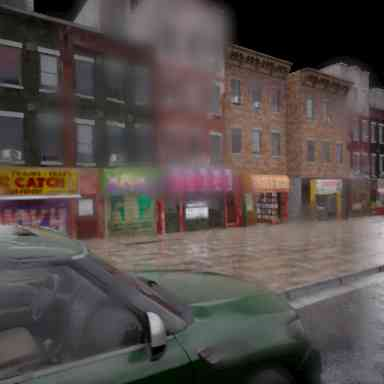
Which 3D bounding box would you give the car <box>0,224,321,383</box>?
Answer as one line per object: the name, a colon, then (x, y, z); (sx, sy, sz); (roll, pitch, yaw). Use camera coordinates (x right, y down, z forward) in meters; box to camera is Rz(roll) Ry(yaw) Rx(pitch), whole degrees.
car: (-1.512, 1.223, 2.202); (5.566, 2.045, 2.150); (0, 0, -35)
